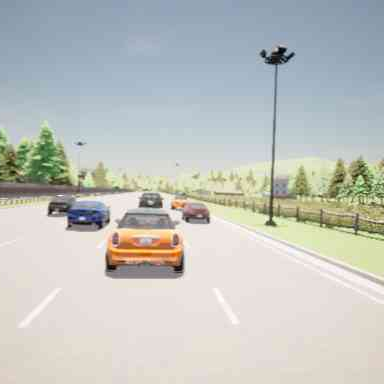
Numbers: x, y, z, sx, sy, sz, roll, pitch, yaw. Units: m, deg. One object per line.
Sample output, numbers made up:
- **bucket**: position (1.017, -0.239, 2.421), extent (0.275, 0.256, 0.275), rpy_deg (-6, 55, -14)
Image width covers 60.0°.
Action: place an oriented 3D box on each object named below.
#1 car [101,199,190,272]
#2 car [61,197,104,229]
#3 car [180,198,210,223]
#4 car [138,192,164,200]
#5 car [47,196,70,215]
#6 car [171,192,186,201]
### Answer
- **car**: position (-1.444, 1.290, 10.748), extent (2.097, 1.767, 4.553), rpy_deg (2, 0, -7)
- **car**: position (-6.043, 1.238, 19.926), extent (1.882, 1.535, 5.008), rpy_deg (2, 0, -7)
- **car**: position (0.288, 1.518, 25.841), extent (1.812, 1.442, 4.674), rpy_deg (2, 0, -7)
- **car**: position (-3.762, 1.060, 30.642), extent (2.150, 2.045, 5.566), rpy_deg (2, 0, -7)
- **car**: position (-10.448, 1.095, 27.491), extent (1.837, 1.490, 4.892), rpy_deg (2, 0, -7)
- **car**: position (-1.520, 1.265, 41.405), extent (2.097, 1.767, 4.553), rpy_deg (2, 0, -6)
